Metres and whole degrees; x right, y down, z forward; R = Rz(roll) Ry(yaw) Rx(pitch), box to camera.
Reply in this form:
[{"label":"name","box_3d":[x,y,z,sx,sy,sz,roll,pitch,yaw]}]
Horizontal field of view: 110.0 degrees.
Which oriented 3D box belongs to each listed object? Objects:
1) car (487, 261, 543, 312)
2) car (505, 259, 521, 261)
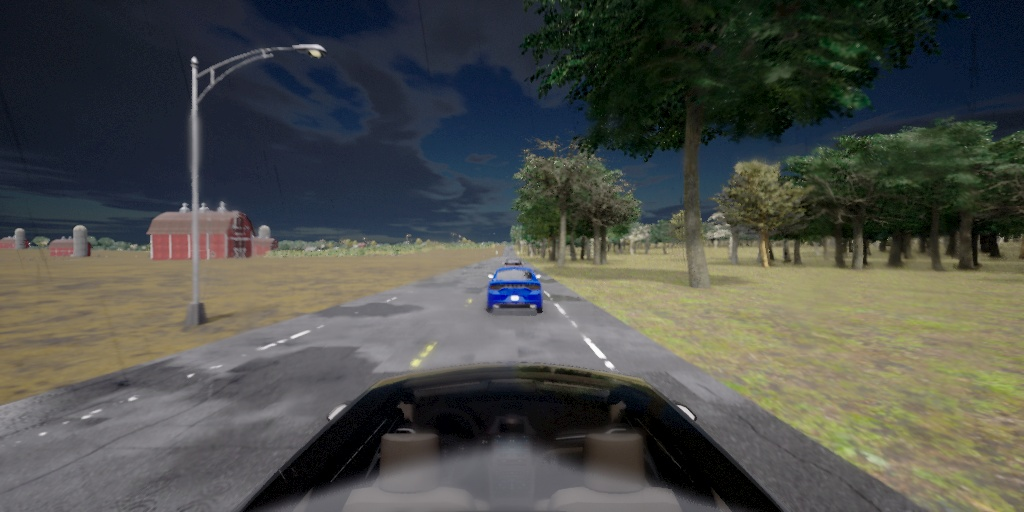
[{"label":"car","box_3d":[0.097,1.140,13.682,1.882,1.535,5.008,0,1,0]},{"label":"car","box_3d":[0.102,0.977,32.505,2.128,1.511,4.902,0,1,0]}]
